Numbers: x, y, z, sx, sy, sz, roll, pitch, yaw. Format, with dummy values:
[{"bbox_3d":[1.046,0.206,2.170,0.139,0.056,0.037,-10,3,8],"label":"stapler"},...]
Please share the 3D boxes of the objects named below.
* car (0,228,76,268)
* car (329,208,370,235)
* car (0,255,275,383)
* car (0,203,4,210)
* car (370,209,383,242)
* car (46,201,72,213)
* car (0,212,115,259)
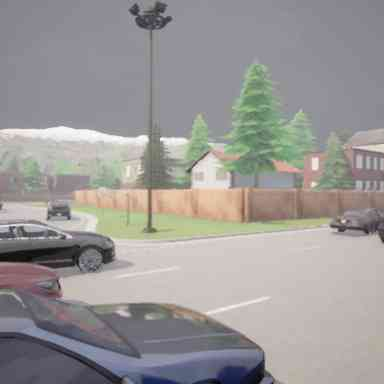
[{"bbox_3d":[-4.407,1.520,4.903,4.674,1.442,1.812,1,0,-36],"label":"car"},{"bbox_3d":[10.375,1.685,19.750,5.357,1.411,2.033,0,0,-36],"label":"car"},{"bbox_3d":[-1.804,1.546,2.460,5.357,1.411,2.033,1,0,-35],"label":"car"},{"bbox_3d":[-25.475,1.626,41.907,4.718,1.301,1.895,0,0,45],"label":"car"},{"bbox_3d":[10.622,1.628,15.626,4.892,1.490,1.837,0,0,-36],"label":"car"},{"bbox_3d":[-11.544,1.555,28.911,1.837,1.490,4.892,1,-1,-22],"label":"car"},{"bbox_3d":[-4.541,1.502,9.107,4.902,1.511,2.128,0,0,-36],"label":"car"}]
